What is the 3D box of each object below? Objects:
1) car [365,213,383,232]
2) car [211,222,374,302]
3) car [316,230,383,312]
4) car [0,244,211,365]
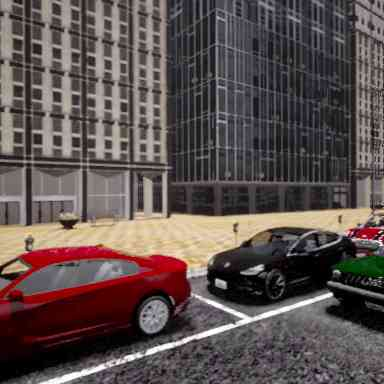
[{"bbox_3d":[6.885,1.434,11.477,4.097,1.590,1.967,0,0,-35],"label":"car"},{"bbox_3d":[2.385,1.562,8.267,4.313,1.339,1.947,0,0,-35],"label":"car"},{"bbox_3d":[4.841,1.597,6.813,4.718,1.301,1.895,0,0,-35],"label":"car"},{"bbox_3d":[-2.116,1.544,5.057,4.507,1.381,1.887,0,0,-35],"label":"car"}]
